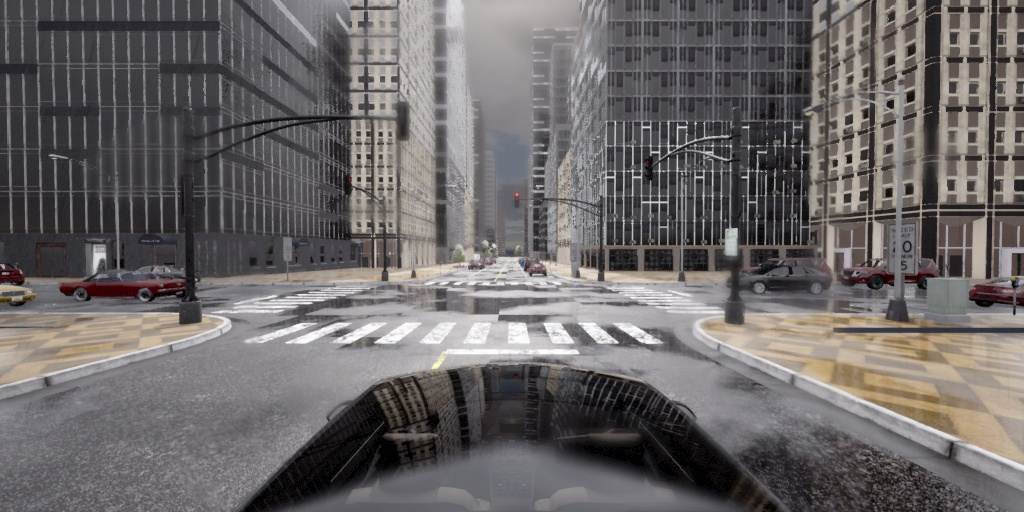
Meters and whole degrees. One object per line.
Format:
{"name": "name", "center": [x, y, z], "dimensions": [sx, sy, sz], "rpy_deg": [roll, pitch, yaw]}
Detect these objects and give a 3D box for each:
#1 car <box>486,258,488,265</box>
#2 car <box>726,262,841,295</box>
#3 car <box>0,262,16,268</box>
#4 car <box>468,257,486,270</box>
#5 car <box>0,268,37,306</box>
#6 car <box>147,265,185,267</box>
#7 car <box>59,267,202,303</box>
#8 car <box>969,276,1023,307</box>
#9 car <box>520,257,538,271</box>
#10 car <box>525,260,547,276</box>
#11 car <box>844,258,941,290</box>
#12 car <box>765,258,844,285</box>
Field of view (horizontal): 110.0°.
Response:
{"name": "car", "center": [-5.281, 1.306, 58.079], "dimensions": [1.802, 1.307, 4.207], "rpy_deg": [0, 0, 0]}
{"name": "car", "center": [14.183, 1.249, 19.235], "dimensions": [4.892, 1.490, 1.837], "rpy_deg": [0, 1, 1]}
{"name": "car", "center": [-32.553, 1.077, 21.705], "dimensions": [4.097, 1.591, 1.967], "rpy_deg": [0, 0, 0]}
{"name": "car", "center": [-5.284, 1.168, 52.554], "dimensions": [1.967, 1.591, 4.097], "rpy_deg": [0, 0, 0]}
{"name": "car", "center": [-21.253, 1.301, 13.656], "dimensions": [4.829, 1.417, 1.751], "rpy_deg": [0, 0, 0]}
{"name": "car", "center": [-21.437, 1.204, 21.795], "dimensions": [4.403, 1.370, 2.007], "rpy_deg": [0, 0, 0]}
{"name": "car", "center": [-17.178, 1.344, 16.247], "dimensions": [4.718, 1.301, 1.895], "rpy_deg": [0, 1, 3]}
{"name": "car", "center": [20.188, 1.417, 13.725], "dimensions": [4.207, 1.307, 1.802], "rpy_deg": [0, 0, 0]}
{"name": "car", "center": [2.581, 1.046, 47.050], "dimensions": [2.192, 1.841, 5.009], "rpy_deg": [0, 0, 0]}
{"name": "car", "center": [2.553, 1.319, 36.000], "dimensions": [1.802, 1.307, 4.207], "rpy_deg": [0, 0, 0]}
{"name": "car", "center": [22.905, 1.032, 21.868], "dimensions": [5.009, 1.841, 2.192], "rpy_deg": [0, 0, 0]}
{"name": "car", "center": [16.574, 1.024, 21.858], "dimensions": [5.009, 1.841, 2.192], "rpy_deg": [0, 0, 0]}
